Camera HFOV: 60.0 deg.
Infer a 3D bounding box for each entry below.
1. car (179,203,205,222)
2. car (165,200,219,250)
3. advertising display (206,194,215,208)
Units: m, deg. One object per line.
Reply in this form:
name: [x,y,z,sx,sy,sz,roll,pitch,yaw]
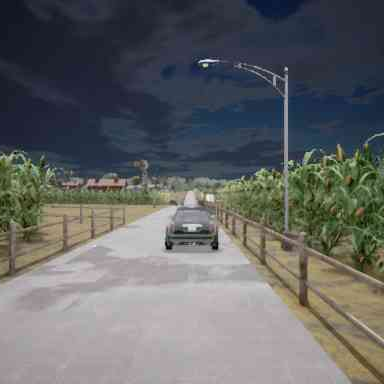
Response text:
car: [0.000,1.743,29.657,2.033,1.411,5.357,0,-1,0]
car: [0.000,1.415,14.625,2.097,1.767,4.553,0,0,0]
advertising display: [3.150,1.614,57.667,1.540,2.440,0.280,1,0,0]
